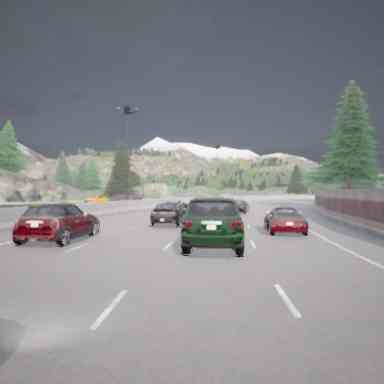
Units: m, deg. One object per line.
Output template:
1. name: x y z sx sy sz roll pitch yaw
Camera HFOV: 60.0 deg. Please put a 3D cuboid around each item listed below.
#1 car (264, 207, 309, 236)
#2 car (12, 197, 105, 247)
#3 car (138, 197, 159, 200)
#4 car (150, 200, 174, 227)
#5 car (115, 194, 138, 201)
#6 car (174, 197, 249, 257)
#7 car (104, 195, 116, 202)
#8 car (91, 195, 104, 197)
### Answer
1. car: 5.134 1.543 18.484 1.994 1.385 4.181 0 0 8
2. car: -5.898 1.305 15.032 2.097 1.767 4.553 0 0 6
3. car: -6.600 1.474 55.626 1.895 1.301 4.718 0 0 22
4. car: -1.375 1.445 22.054 2.128 1.511 4.902 0 0 9
5. car: -10.242 1.339 55.925 1.882 1.535 5.008 0 0 22
6. car: 0.882 1.199 13.098 2.150 2.045 5.566 0 0 6
7. car: -12.894 1.201 58.698 2.097 1.767 4.553 0 0 22
8. car: -16.842 1.316 58.225 1.882 1.535 5.008 0 0 22
